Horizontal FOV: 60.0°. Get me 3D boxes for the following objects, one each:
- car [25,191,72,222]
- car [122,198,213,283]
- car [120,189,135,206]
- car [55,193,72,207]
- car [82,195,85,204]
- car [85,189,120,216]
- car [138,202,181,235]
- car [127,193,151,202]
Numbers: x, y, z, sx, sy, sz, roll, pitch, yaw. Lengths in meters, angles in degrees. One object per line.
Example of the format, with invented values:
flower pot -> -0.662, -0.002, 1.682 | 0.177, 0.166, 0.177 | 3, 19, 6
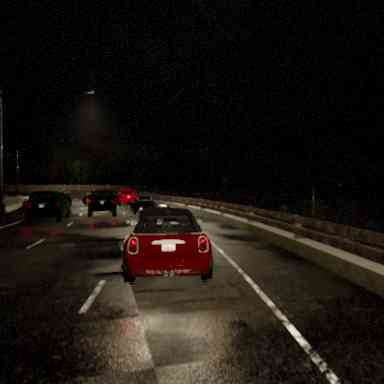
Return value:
car -> -9.928, 0.909, 23.278 | 2.150, 2.045, 5.566 | 0, 1, -12
car -> -0.724, 1.218, 9.504 | 2.097, 1.767, 4.553 | 0, 1, -6
car -> -8.390, 0.649, 41.260 | 2.150, 2.045, 5.566 | 0, 1, -22
car -> -15.947, 0.948, 41.091 | 1.837, 1.490, 4.892 | 0, 1, -23
car -> -13.261, 0.878, 43.672 | 1.882, 1.535, 5.008 | 0, 1, -24
car -> -7.445, 0.843, 27.585 | 2.150, 2.045, 5.566 | 0, 1, -16
car -> -1.882, 1.310, 17.996 | 1.994, 1.385, 4.181 | 0, 1, -10
car -> -4.363, 1.094, 29.299 | 1.837, 1.490, 4.892 | 0, 1, -15
